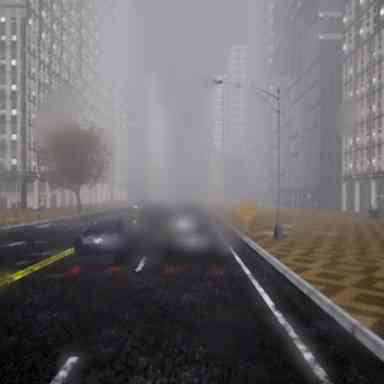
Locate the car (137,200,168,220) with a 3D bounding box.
[{"bbox_3d":[-3.220,1.757,29.242,1.882,1.535,5.008,0,0,1],"label":"car"}]

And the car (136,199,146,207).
[{"bbox_3d":[-9.766,2.101,65.305,1.882,1.535,5.008,0,-1,0],"label":"car"}]

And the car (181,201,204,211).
[{"bbox_3d":[0.029,1.802,28.907,1.812,1.442,4.674,0,0,1],"label":"car"}]

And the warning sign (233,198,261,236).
[{"bbox_3d":[2.865,1.283,17.443,1.300,1.860,1.060,1,0,0],"label":"warning sign"}]

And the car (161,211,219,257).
[{"bbox_3d":[0.025,1.694,13.462,1.994,1.385,4.181,0,0,0],"label":"car"}]

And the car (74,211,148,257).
[{"bbox_3d":[-3.224,1.695,13.586,1.994,1.385,4.181,0,0,1],"label":"car"}]

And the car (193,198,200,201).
[{"bbox_3d":[1.133,2.255,83.652,1.801,1.575,5.366,0,-1,0],"label":"car"}]
